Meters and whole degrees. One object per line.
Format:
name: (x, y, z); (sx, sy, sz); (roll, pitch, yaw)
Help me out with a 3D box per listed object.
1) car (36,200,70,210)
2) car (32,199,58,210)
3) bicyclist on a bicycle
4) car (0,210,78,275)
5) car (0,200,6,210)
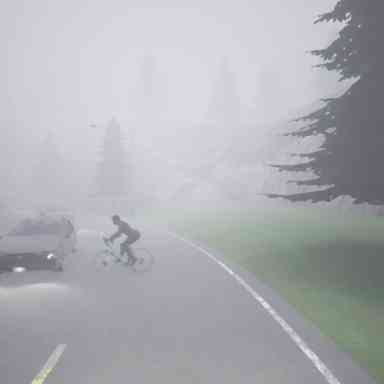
car: (-8.800, 1.504, 21.619); (1.837, 1.490, 4.892); (0, 0, -29)
car: (-15.200, 1.502, 35.321); (4.892, 1.490, 1.837); (-1, 0, 40)
bicyclist on a bicycle: (-1.904, 1.453, 9.138); (1.656, 1.620, 0.582); (-2, 0, -9)
car: (-4.873, 1.547, 10.867); (2.033, 1.411, 5.357); (0, 0, -13)
car: (-25.165, 1.491, 40.791); (4.902, 1.511, 2.128); (0, 0, 18)
